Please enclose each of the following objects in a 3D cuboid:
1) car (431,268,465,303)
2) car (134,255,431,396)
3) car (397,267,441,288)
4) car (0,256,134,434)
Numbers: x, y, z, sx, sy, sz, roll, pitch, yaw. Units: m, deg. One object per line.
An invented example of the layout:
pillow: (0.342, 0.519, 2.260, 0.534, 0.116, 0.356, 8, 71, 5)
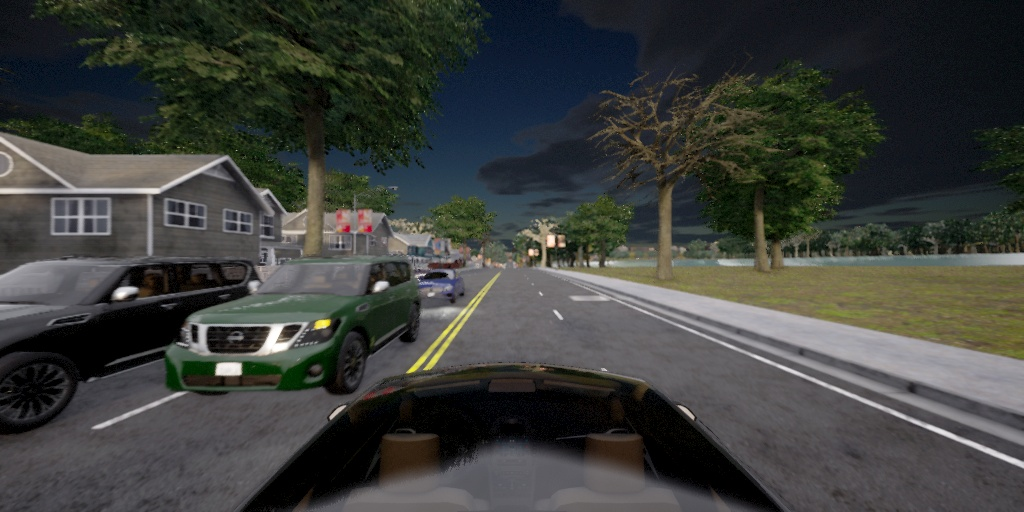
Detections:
car: (-3.371, 1.354, 17.370, 1.812, 1.442, 4.674, 0, 0, 0)
car: (-3.357, 1.003, 7.017, 2.150, 2.045, 5.566, 0, 0, 0)
car: (-6.604, 1.487, 25.976, 1.895, 1.301, 4.718, 0, 0, 1)
car: (-6.602, 1.005, 5.926, 2.150, 2.045, 5.566, 0, 0, 0)
